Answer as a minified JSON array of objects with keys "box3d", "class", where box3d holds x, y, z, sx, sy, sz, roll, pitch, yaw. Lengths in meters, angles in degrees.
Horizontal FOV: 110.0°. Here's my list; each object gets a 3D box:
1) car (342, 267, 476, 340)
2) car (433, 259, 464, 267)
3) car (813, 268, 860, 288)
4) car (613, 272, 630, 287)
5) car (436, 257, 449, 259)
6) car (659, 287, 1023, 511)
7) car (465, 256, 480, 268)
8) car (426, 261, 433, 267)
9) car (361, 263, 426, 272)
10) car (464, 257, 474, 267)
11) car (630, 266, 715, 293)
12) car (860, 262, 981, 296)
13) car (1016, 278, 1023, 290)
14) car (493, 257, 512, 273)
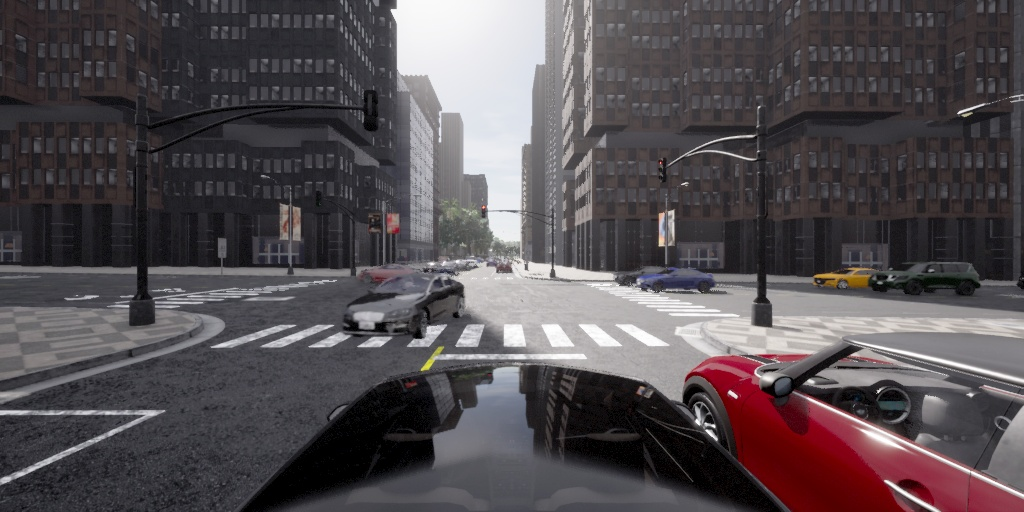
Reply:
[{"box3d":[-2.746,1.237,10.187,2.128,1.511,4.902,0,0,10],"class":"car"},{"box3d":[-6.698,1.294,38.352,2.033,1.411,5.357,0,0,-1],"class":"car"},{"box3d":[24.526,1.603,25.763,5.008,1.535,1.882,1,0,-1],"class":"car"},{"box3d":[9.652,1.436,25.707,4.674,1.442,1.812,1,0,1],"class":"car"},{"box3d":[-9.520,1.084,48.868,2.192,1.841,5.009,0,0,-1],"class":"car"},{"box3d":[2.761,1.190,2.195,1.967,1.591,4.097,0,0,0],"class":"car"},{"box3d":[-6.983,1.015,59.250,2.150,2.045,5.566,0,0,0],"class":"car"},{"box3d":[-9.445,1.323,43.443,1.948,1.339,4.313,0,0,-1],"class":"car"},{"box3d":[-8.602,1.215,25.324,4.181,1.385,1.994,1,0,-1],"class":"car"},{"box3d":[-6.849,1.261,48.618,2.128,1.511,4.902,0,0,-1],"class":"car"},{"box3d":[10.030,1.446,22.036,4.674,1.442,1.812,1,0,-6],"class":"car"},{"box3d":[25.815,1.370,22.545,5.566,2.045,2.150,1,0,-2],"class":"car"},{"box3d":[39.812,1.856,25.940,4.892,1.490,1.837,1,0,0],"class":"car"},{"box3d":[-0.920,1.197,43.559,1.967,1.591,4.097,0,0,-1],"class":"car"}]
